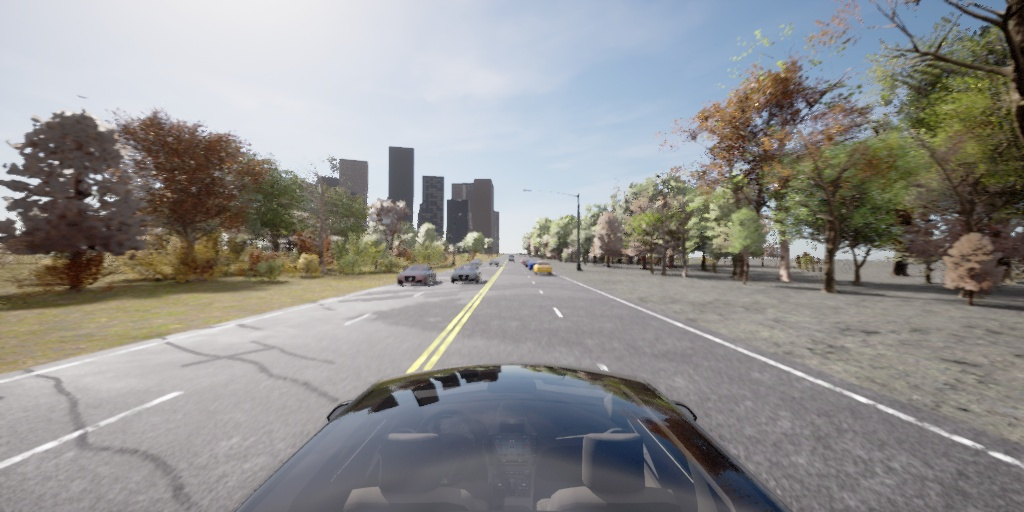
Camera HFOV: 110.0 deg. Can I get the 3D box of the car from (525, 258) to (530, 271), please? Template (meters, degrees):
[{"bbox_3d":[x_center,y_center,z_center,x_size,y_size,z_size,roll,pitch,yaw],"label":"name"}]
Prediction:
[{"bbox_3d":[3.256,1.220,49.577,1.882,1.535,5.008,0,0,0],"label":"car"}]

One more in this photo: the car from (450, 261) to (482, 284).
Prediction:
[{"bbox_3d":[-3.330,1.324,26.763,1.994,1.385,4.181,0,0,0],"label":"car"}]

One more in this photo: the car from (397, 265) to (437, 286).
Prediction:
[{"bbox_3d":[-6.581,1.323,25.159,1.994,1.385,4.181,0,0,0],"label":"car"}]

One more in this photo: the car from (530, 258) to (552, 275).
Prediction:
[{"bbox_3d":[3.265,1.207,38.748,1.801,1.575,5.366,0,0,0],"label":"car"}]

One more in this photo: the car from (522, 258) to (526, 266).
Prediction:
[{"bbox_3d":[3.223,1.286,60.580,1.994,1.385,4.181,0,0,0],"label":"car"}]
